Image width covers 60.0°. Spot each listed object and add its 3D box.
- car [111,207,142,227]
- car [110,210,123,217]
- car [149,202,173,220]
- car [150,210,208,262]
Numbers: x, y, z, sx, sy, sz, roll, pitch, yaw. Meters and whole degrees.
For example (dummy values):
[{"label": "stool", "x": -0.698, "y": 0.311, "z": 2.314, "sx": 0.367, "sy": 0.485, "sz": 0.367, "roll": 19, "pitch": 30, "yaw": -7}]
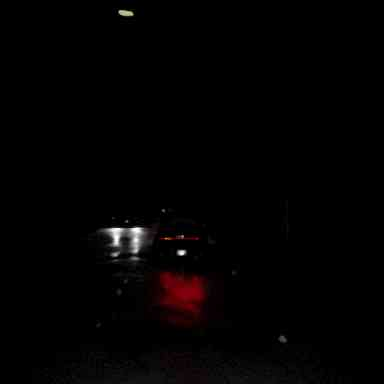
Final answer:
[{"label": "car", "x": -5.194, "y": 2.014, "z": 26.934, "sx": 1.837, "sy": 1.490, "sz": 4.892, "roll": 0, "pitch": -2, "yaw": -9}, {"label": "car", "x": -15.188, "y": 4.292, "z": 66.749, "sx": 1.994, "sy": 1.385, "sz": 4.181, "roll": 1, "pitch": -4, "yaw": -20}, {"label": "car", "x": -3.317, "y": 2.083, "z": 35.344, "sx": 2.150, "sy": 2.045, "sz": 5.566, "roll": 1, "pitch": -3, "yaw": -11}, {"label": "car", "x": -0.469, "y": 1.654, "z": 12.787, "sx": 1.837, "sy": 1.490, "sz": 4.892, "roll": 0, "pitch": 0, "yaw": -3}]
